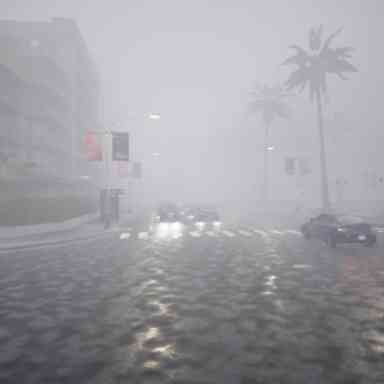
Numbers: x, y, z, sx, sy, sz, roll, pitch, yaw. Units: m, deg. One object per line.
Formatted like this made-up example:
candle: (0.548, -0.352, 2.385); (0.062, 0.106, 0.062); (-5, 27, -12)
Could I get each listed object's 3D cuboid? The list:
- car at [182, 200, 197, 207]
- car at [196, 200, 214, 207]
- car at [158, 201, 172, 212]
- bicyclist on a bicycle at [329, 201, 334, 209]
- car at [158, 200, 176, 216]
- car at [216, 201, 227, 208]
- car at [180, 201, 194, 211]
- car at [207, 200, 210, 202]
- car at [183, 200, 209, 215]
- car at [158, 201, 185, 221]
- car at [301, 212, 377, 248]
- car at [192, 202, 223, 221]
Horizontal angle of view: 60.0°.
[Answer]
car: (-0.624, 2.469, 71.322); (1.895, 1.301, 4.718); (0, -1, -18)
car: (2.736, 2.388, 72.304); (2.033, 1.411, 5.357); (0, -1, -18)
car: (-4.257, 2.230, 51.716); (2.128, 1.511, 4.902); (-1, -1, -6)
bicyclist on a bicycle: (15.364, 1.649, 37.550); (1.656, 1.620, 0.582); (-1, -1, -6)
car: (-3.155, 1.946, 41.659); (2.097, 1.767, 4.553); (-1, -1, -6)
car: (5.117, 2.386, 62.415); (1.895, 1.301, 4.718); (0, -1, -10)
car: (-0.865, 2.199, 53.048); (1.882, 1.535, 5.008); (-1, -1, -6)
car: (1.694, 2.336, 61.644); (1.812, 1.442, 4.674); (0, -1, -10)
car: (0.363, 2.106, 41.714); (2.033, 1.411, 5.357); (-1, -1, -6)
car: (-2.181, 1.953, 32.502); (2.128, 1.511, 4.902); (-1, -1, -6)
car: (6.672, 1.670, 15.515); (1.812, 1.442, 4.674); (0, -1, -2)
car: (1.376, 1.947, 32.211); (1.812, 1.442, 4.674); (-1, -1, -6)
